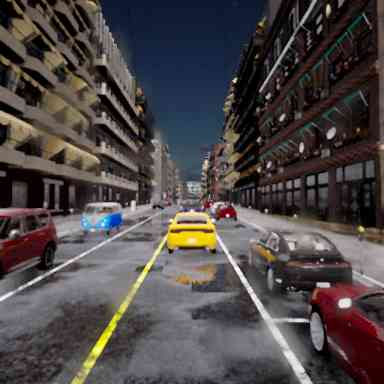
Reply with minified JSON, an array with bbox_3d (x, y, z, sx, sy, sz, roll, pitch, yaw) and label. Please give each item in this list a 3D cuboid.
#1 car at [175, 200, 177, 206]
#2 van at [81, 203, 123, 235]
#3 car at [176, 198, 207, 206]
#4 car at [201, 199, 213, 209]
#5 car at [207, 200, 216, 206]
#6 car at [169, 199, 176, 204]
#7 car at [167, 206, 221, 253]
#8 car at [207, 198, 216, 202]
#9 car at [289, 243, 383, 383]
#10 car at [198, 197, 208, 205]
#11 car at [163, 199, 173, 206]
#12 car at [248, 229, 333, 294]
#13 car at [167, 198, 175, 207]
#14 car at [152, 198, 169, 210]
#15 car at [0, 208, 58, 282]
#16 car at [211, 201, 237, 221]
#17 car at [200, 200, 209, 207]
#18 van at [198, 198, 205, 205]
[{"bbox_3d":[-2.755,2.325,71.036,2.128,1.511,4.902,0,-1,0],"label":"car"},{"bbox_3d":[-5.292,1.539,19.870,1.690,1.788,3.998,2,-1,0],"label":"van"},{"bbox_3d":[0.001,1.648,29.110,2.097,1.767,4.553,0,-1,0],"label":"car"},{"bbox_3d":[2.547,2.083,58.525,1.967,1.590,4.097,1,-1,0],"label":"car"},{"bbox_3d":[3.021,1.916,37.378,1.812,1.442,4.674,0,-1,0],"label":"car"},{"bbox_3d":[-5.305,2.676,91.762,1.802,1.307,4.206,1,-1,0],"label":"car"},{"bbox_3d":[0.004,1.621,14.493,1.882,1.535,5.008,0,0,0],"label":"car"},{"bbox_3d":[2.552,1.822,47.463,2.192,1.841,5.009,1,-1,0],"label":"car"},{"bbox_3d":[2.584,1.577,3.216,1.887,1.381,4.507,1,-1,0],"label":"car"},{"bbox_3d":[2.548,2.251,80.650,2.192,1.841,5.009,1,-1,0],"label":"car"},{"bbox_3d":[-5.303,2.405,75.170,1.887,1.381,4.507,1,-1,0],"label":"car"},{"bbox_3d":[2.583,1.636,8.748,2.008,1.369,4.403,1,-1,0],"label":"car"},{"bbox_3d":[-5.297,2.101,69.642,2.192,1.841,5.009,1,-1,0],"label":"car"},{"bbox_3d":[-5.301,2.140,53.051,1.947,1.339,4.313,1,-1,0],"label":"car"},{"bbox_3d":[-5.290,1.401,8.812,2.192,1.841,5.009,2,-1,0],"label":"car"},{"bbox_3d":[3.022,1.837,30.376,1.812,1.442,4.674,0,-1,0],"label":"car"},{"bbox_3d":[2.544,2.367,69.585,1.802,1.307,4.206,1,-1,0],"label":"car"},{"bbox_3d":[2.547,2.355,86.181,1.690,1.788,3.998,1,-1,0],"label":"van"}]
